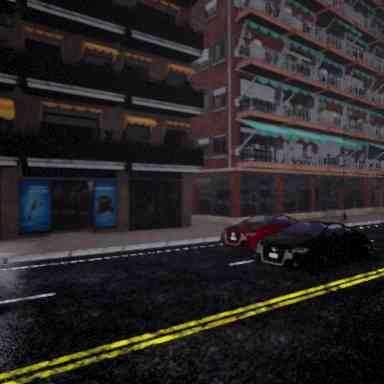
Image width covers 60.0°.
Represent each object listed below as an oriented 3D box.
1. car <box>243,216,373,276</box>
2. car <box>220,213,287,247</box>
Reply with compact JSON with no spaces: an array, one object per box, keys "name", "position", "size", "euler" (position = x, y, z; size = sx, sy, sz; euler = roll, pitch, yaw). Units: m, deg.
[{"name":"car","position":[3.902,1.613,10.568],"size":[4.181,1.385,1.994],"euler":[0,0,-36]},{"name":"car","position":[3.209,1.623,14.095],"size":[4.181,1.385,1.994],"euler":[0,0,-36]}]
